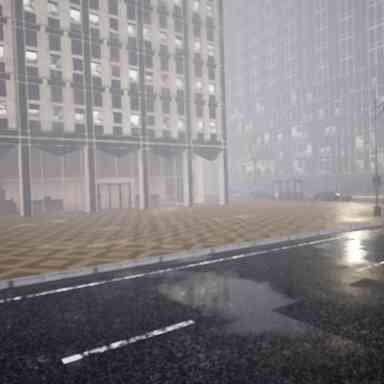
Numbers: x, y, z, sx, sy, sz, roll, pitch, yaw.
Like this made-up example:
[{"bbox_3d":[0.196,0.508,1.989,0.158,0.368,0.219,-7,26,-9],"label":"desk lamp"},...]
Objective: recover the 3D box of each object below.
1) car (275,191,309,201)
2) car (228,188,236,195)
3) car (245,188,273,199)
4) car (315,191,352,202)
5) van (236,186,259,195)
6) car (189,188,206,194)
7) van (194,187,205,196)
[{"bbox_3d":[13.501,0.486,44.101,1.802,1.307,4.206,-2,2,-34],"label":"car"},{"bbox_3d":[7.678,-0.079,67.652,1.802,1.307,4.206,-2,2,-34],"label":"car"},{"bbox_3d":[10.341,0.413,48.825,1.947,1.339,4.313,-2,2,-34],"label":"car"},{"bbox_3d":[16.694,0.525,39.397,1.947,1.339,4.313,-2,2,-34],"label":"car"},{"bbox_3d":[10.880,-0.264,62.954,1.690,1.788,3.998,-2,2,-34],"label":"van"},{"bbox_3d":[1.262,-0.192,77.036,1.802,1.307,4.206,-2,2,-34],"label":"car"},{"bbox_3d":[0.759,0.021,62.923,1.690,1.788,3.998,-2,2,-34],"label":"van"}]
